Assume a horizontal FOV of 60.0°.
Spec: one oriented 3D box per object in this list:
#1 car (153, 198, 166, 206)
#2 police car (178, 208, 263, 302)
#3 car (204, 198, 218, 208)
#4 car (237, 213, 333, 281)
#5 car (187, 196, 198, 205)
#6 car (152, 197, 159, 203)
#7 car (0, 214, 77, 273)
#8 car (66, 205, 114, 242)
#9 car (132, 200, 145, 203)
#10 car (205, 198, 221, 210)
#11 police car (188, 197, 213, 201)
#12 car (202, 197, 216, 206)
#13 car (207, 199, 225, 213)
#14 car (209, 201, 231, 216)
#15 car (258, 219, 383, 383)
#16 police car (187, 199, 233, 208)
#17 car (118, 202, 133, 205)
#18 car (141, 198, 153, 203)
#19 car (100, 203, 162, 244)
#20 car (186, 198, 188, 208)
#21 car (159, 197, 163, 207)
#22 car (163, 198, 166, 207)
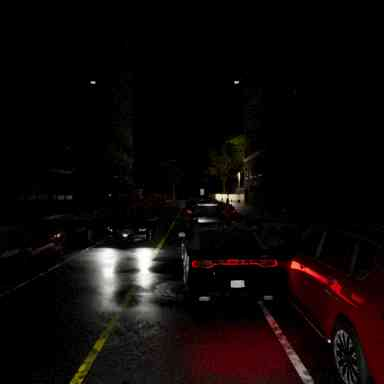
[{"bbox_3d":[-5.266,1.600,54.717,1.802,1.307,4.206,0,0,0],"label":"car"},{"bbox_3d":[0.693,1.425,8.482,1.930,1.638,5.238,0,0,-3],"label":"police car"},{"bbox_3d":[2.747,1.596,49.182,1.802,1.307,4.206,0,0,0],"label":"car"},{"bbox_3d":[2.655,1.525,10.723,1.752,1.417,4.829,0,0,0],"label":"car"},{"bbox_3d":[0.134,1.548,59.779,1.812,1.442,4.674,0,0,0],"label":"car"},{"bbox_3d":[-5.304,1.446,38.161,1.967,1.590,4.097,0,0,0],"label":"car"},{"bbox_3d":[-5.366,1.582,10.567,1.802,1.307,4.206,0,0,0],"label":"car"},{"bbox_3d":[-5.354,1.551,16.086,2.008,1.369,4.403,0,0,0],"label":"car"},{"bbox_3d":[-5.328,1.567,27.124,1.947,1.339,4.313,0,0,0],"label":"car"},{"bbox_3d":[2.734,1.554,43.664,1.887,1.381,4.507,0,0,0],"label":"car"},{"bbox_3d":[0.878,1.426,24.518,1.930,1.638,5.238,0,0,0],"label":"police car"},{"bbox_3d":[2.759,1.584,54.700,1.947,1.339,4.313,0,0,0],"label":"car"},{"bbox_3d":[2.722,1.531,38.316,1.752,1.417,4.829,0,0,0],"label":"car"},{"bbox_3d":[2.709,1.584,32.627,1.802,1.307,4.206,0,0,0],"label":"car"},{"bbox_3d":[2.646,1.315,5.036,2.192,1.841,5.009,0,0,0],"label":"car"},{"bbox_3d":[0.864,1.425,18.518,1.930,1.638,5.238,0,0,0],"label":"police car"},{"bbox_3d":[-5.341,1.545,21.605,1.887,1.381,4.507,0,0,0],"label":"car"},{"bbox_3d":[-5.316,1.553,32.642,2.008,1.369,4.403,0,0,0],"label":"car"},{"bbox_3d":[-2.715,1.504,15.962,1.837,1.490,4.892,0,0,0],"label":"car"},{"bbox_3d":[0.105,1.612,45.620,1.895,1.301,4.718,0,0,0],"label":"car"},{"bbox_3d":[-5.292,1.535,43.509,1.752,1.417,4.829,0,0,0],"label":"car"},{"bbox_3d":[-5.279,1.454,49.198,1.967,1.590,4.097,0,0,0],"label":"car"}]
